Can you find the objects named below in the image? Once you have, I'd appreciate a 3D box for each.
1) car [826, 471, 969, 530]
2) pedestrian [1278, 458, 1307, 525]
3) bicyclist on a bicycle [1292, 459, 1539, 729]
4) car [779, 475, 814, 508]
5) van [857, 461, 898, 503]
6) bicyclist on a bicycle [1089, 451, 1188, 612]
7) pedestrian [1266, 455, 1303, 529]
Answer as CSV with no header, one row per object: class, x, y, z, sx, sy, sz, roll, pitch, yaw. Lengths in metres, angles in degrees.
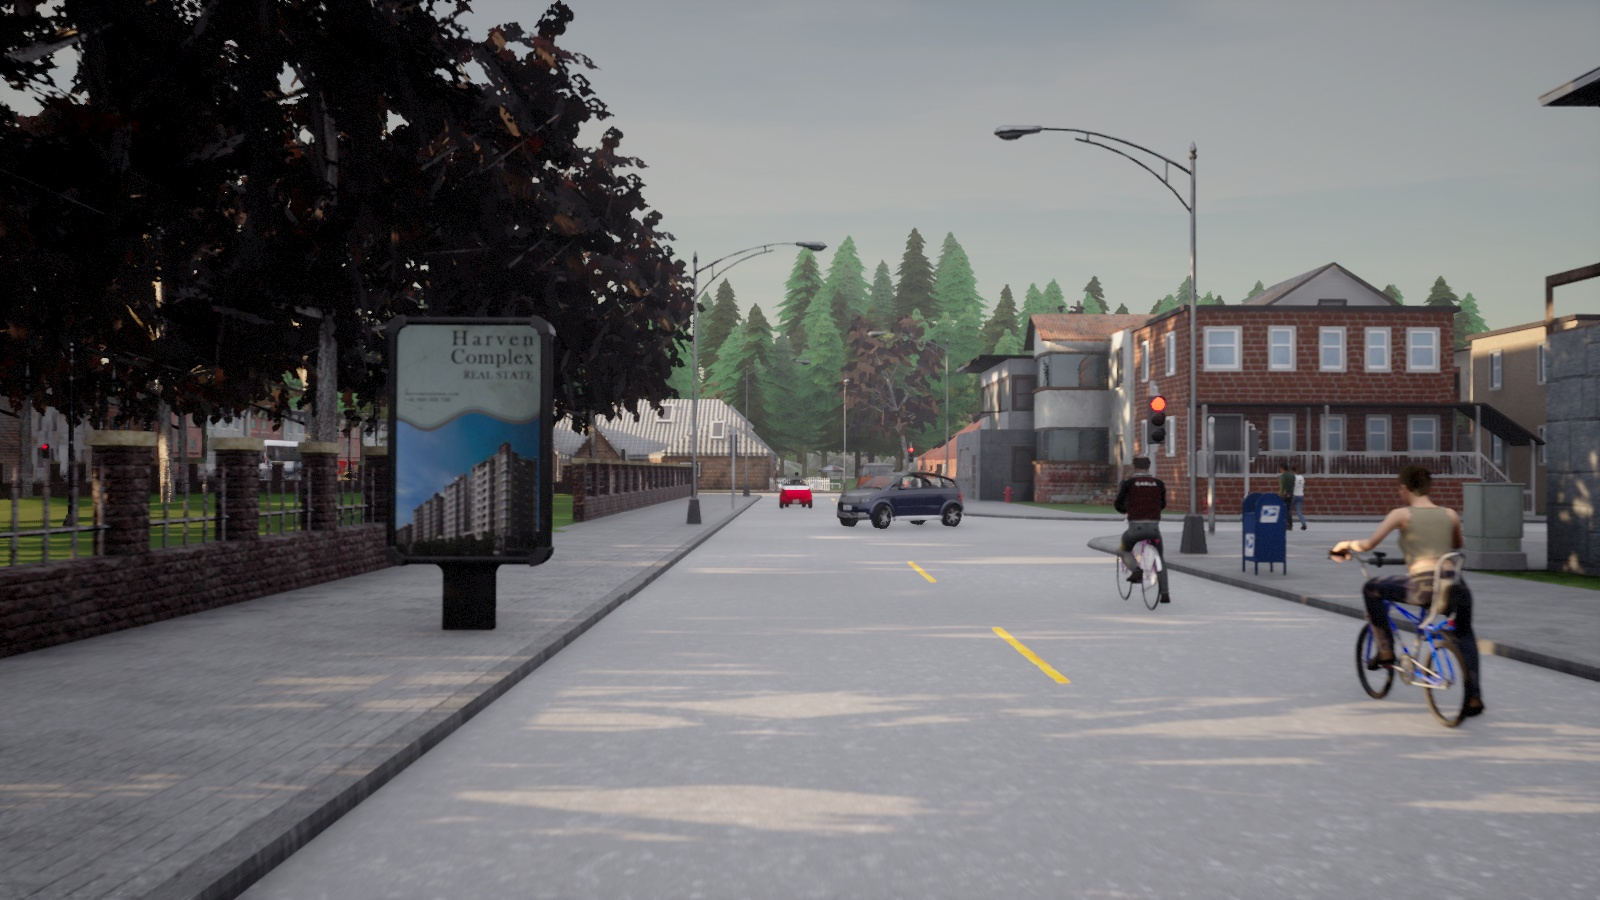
car,2.740,1.370,35.135,3.705,1.549,1.789,1,-2,-36
pedestrian,13.531,1.131,34.520,0.354,1.836,0.706,0,-1,-18
bicyclist on a bicycle,3.979,0.874,8.279,0.866,1.612,1.509,0,-1,0
car,-0.165,1.762,53.354,1.481,1.376,2.207,0,-2,-1
van,3.845,1.604,63.016,1.775,1.987,4.442,0,-1,0
bicyclist on a bicycle,3.957,0.917,14.805,0.659,1.776,1.843,0,-1,0
pedestrian,12.872,1.112,33.376,0.423,1.949,0.788,0,-1,-29
